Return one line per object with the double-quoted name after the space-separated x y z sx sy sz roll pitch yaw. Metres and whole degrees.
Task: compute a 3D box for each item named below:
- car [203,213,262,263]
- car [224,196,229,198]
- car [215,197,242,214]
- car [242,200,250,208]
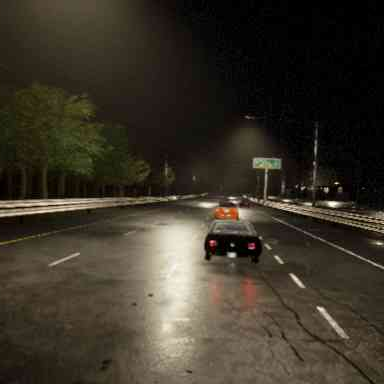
1.501 1.744 12.848 1.895 1.301 4.718 3 0 5 "car"
5.970 2.081 60.270 1.837 1.490 4.892 3 0 6 "car"
3.158 1.665 30.376 2.097 1.767 4.553 3 0 5 "car"
9.847 2.266 62.967 1.837 1.490 4.892 3 0 6 "car"
